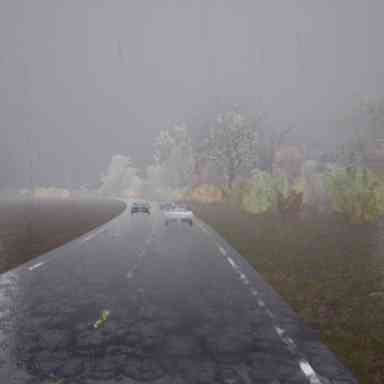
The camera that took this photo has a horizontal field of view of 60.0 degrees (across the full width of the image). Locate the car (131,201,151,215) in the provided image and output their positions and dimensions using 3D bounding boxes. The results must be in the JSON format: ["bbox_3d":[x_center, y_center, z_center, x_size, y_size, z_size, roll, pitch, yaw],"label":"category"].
[{"bbox_3d":[-5.098,1.561,33.242,1.895,1.301,4.718,0,0,-7],"label":"car"}]

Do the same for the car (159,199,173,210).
[{"bbox_3d":[-3.172,1.548,41.762,1.895,1.301,4.718,0,0,-8],"label":"car"}]

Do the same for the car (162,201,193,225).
[{"bbox_3d":[-1.040,1.571,23.887,1.895,1.301,4.718,0,0,-5],"label":"car"}]
